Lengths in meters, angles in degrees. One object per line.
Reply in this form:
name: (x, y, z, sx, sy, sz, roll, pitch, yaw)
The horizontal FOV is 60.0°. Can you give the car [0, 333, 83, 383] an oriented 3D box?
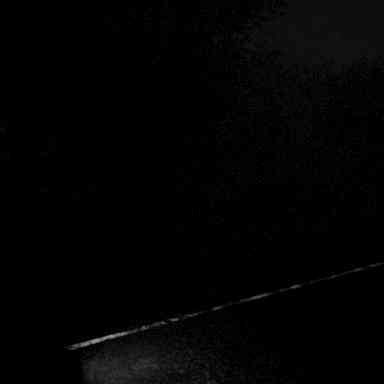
car: (-2.929, 1.537, 1.661, 4.674, 1.442, 1.812, 0, 0, -35)
